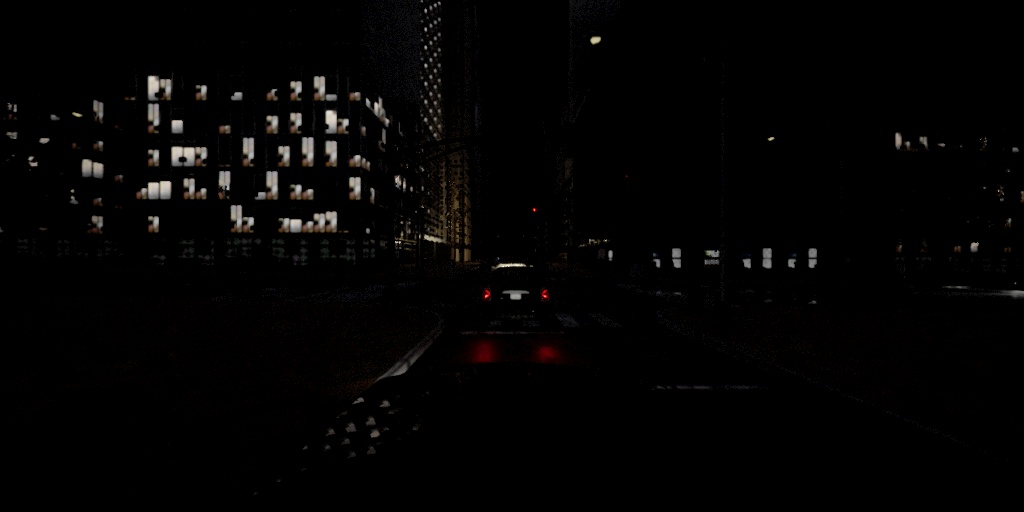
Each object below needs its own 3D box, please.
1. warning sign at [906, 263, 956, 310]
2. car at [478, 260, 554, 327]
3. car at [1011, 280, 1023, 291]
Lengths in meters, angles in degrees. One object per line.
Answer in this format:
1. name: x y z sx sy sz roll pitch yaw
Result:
1. warning sign: 17.281 1.233 14.800 1.060 1.860 1.300 0 0 -3
2. car: 0.177 1.128 11.788 2.097 1.767 4.553 0 0 2
3. car: 43.629 2.166 28.693 5.357 1.411 2.033 1 0 -2
